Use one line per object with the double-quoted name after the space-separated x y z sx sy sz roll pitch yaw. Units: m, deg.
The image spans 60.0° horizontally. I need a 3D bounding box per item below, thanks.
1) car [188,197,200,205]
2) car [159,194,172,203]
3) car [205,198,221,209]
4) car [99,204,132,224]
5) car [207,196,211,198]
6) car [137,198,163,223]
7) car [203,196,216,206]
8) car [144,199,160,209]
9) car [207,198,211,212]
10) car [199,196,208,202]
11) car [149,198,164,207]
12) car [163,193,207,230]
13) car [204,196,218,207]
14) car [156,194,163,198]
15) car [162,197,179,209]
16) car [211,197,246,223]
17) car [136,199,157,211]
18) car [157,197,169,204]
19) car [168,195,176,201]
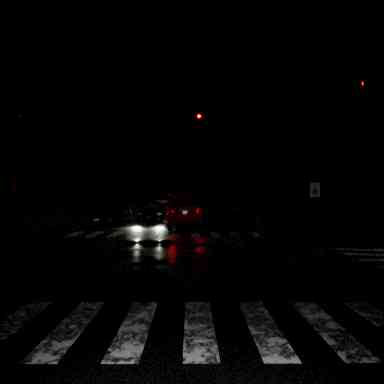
0.322 1.612 59.222 1.994 1.385 4.181 0 0 1 "car"
-5.497 1.374 68.873 2.192 1.841 5.009 0 0 0 "car"
2.942 1.585 47.018 2.008 1.369 4.403 0 0 0 "car"
-5.668 1.576 25.217 1.947 1.339 4.313 0 0 0 "car"
2.921 1.579 41.561 2.008 1.369 4.403 0 0 0 "car"
-3.004 1.489 25.620 1.882 1.535 5.008 0 0 0 "car"
2.985 1.487 57.931 1.967 1.590 4.097 0 0 0 "car"
-5.583 1.616 47.044 1.802 1.307 4.206 0 0 0 "car"
2.900 1.588 36.105 1.947 1.339 4.313 0 0 0 "car"
2.647 1.573 75.849 1.837 1.490 4.892 0 0 0 "car"
-5.561 1.623 52.501 1.802 1.307 4.206 0 0 0 "car"
-0.463 1.230 21.174 2.150 2.045 5.566 -1 0 -2 "car"
2.964 1.481 52.475 1.967 1.590 4.097 0 0 0 "car"
-2.963 1.243 35.687 2.150 2.045 5.566 0 0 0 "car"
-2.913 1.525 46.131 2.128 1.511 4.902 0 0 0 "car"
2.857 1.326 25.193 2.192 1.841 5.009 0 0 0 "car"
-5.604 1.579 41.587 2.008 1.369 4.403 0 0 0 "car"
-5.519 1.635 63.416 1.802 1.307 4.206 0 0 0 "car"
-5.412 1.533 90.701 1.967 1.590 4.097 0 0 0 "car"
